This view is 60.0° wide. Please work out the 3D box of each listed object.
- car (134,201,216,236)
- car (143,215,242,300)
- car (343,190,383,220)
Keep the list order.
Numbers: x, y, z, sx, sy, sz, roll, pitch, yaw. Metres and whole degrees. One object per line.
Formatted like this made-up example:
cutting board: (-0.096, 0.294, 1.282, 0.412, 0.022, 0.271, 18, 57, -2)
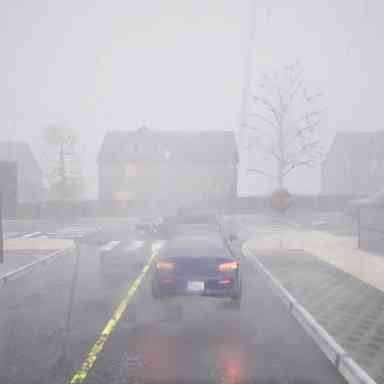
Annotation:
car: (-0.770, 1.332, 17.430, 4.553, 1.767, 2.097, -1, 1, -43)
car: (0.170, 1.525, 8.276, 1.812, 1.442, 4.674, 0, 0, 3)
car: (12.789, 0.853, 21.426, 5.566, 2.045, 2.150, -1, 1, 0)
